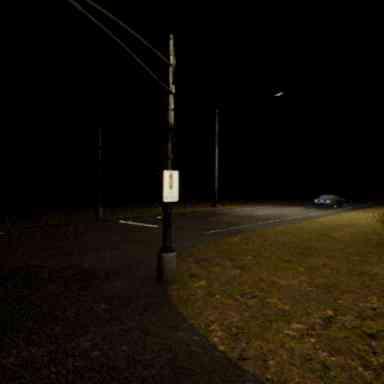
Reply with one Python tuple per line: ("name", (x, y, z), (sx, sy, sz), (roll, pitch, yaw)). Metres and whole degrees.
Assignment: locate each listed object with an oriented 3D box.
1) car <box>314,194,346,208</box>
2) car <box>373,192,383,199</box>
("car", (14.671, 0.928, 35.265), (2.033, 1.411, 5.357), (2, 2, 41))
("car", (30.967, 0.573, 54.132), (1.895, 1.301, 4.718), (2, 2, 40))
